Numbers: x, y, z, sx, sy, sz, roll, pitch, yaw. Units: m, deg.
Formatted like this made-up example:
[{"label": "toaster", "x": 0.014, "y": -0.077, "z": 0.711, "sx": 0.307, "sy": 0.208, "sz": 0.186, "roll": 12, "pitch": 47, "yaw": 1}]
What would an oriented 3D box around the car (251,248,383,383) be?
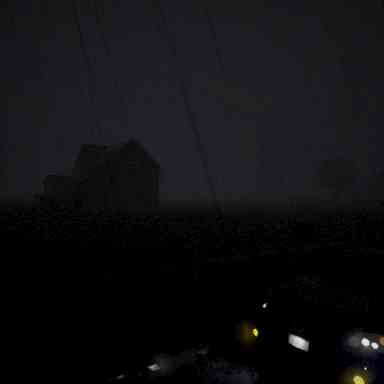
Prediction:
[{"label": "car", "x": 2.893, "y": 1.616, "z": 5.085, "sx": 4.181, "sy": 1.385, "sz": 1.994, "roll": 1, "pitch": 0, "yaw": -35}]
